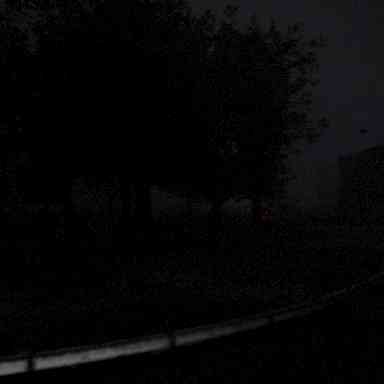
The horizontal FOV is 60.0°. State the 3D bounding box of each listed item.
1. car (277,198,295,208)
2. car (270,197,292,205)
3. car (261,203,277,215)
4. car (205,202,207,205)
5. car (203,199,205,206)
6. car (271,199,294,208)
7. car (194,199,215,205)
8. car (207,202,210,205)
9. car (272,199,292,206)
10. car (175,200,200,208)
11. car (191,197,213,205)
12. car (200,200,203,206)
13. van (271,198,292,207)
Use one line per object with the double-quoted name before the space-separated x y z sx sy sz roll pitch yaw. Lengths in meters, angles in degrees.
"car" 17.649 2.511 65.027 4.792 1.488 2.163 0 -1 14
"car" 23.144 2.361 86.451 5.566 2.045 2.435 0 0 14
"car" 9.815 2.387 45.366 1.895 1.301 4.718 0 -1 4
"car" 0.651 2.515 79.763 4.553 1.767 2.185 0 0 14
"car" -0.052 2.662 77.095 4.674 1.452 2.002 0 0 14
"car" 19.044 2.407 70.282 4.553 1.767 2.185 0 -1 14
"car" 3.507 2.689 90.421 5.366 1.575 1.946 0 0 14
"car" 1.293 2.658 82.449 4.892 1.521 2.231 0 0 14
"car" 21.096 2.455 78.370 4.553 1.767 2.185 0 0 14
"car" -1.378 2.454 71.740 4.553 1.767 2.185 0 -1 14
"car" 2.623 2.430 87.801 5.566 2.045 2.435 0 0 14
"car" -0.736 2.603 74.426 5.008 1.535 2.097 0 -1 14
"van" 19.616 2.330 73.138 4.442 1.987 1.878 0 0 14
